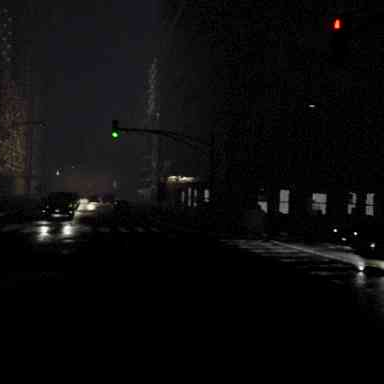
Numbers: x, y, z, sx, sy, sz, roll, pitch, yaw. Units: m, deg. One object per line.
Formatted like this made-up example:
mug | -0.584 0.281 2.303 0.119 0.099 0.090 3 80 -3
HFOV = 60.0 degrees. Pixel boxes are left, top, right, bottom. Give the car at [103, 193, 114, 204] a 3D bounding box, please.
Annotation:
car | -14.192 1.099 56.837 2.192 1.841 5.009 2 0 -17

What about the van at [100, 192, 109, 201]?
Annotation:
van | -19.094 1.014 72.680 1.690 1.788 3.998 2 0 -17

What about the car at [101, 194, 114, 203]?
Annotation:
car | -15.831 1.187 62.118 1.967 1.590 4.097 2 0 -17

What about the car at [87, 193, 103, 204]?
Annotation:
car | -16.308 1.222 55.267 1.812 1.442 4.674 2 0 -17

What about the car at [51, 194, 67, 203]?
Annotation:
car | -21.724 1.053 54.508 1.947 1.339 4.313 2 0 -17

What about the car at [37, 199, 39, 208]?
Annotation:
car | -16.825 1.175 38.665 1.802 1.307 4.206 2 0 -17

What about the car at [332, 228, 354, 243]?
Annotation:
car | 10.507 2.420 19.173 4.718 1.301 1.895 3 -1 -20

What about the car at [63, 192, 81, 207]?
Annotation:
car | -16.408 0.998 45.732 2.097 1.767 4.553 2 0 -17

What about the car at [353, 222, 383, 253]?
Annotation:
car | 10.364 2.279 15.672 4.892 1.490 1.837 3 -1 -20

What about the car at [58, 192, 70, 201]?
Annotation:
car | -24.987 0.854 65.070 1.967 1.590 4.097 2 0 -17

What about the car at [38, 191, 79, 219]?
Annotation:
car | -10.523 0.989 26.666 2.150 2.045 5.566 2 0 -17

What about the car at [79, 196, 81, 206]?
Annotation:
car | -13.559 0.926 36.488 2.150 2.045 5.566 2 0 -17

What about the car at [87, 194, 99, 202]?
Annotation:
car | -19.427 1.171 65.091 2.033 1.411 5.357 2 0 -17

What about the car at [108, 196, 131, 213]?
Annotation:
car | -7.622 1.491 35.729 1.947 1.339 4.313 2 0 -17
